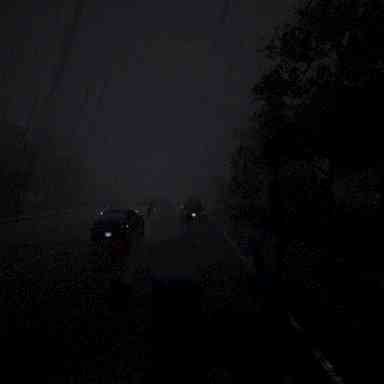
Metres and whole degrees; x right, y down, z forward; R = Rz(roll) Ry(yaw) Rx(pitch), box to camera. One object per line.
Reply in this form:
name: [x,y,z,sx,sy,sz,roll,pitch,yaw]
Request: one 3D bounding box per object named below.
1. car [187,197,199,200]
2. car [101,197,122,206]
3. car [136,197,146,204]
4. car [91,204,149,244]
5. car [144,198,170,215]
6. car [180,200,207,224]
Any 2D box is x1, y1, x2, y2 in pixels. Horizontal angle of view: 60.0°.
car: [0.102,1.356,41.566,2.097,1.767,4.553,0,0,0]
car: [-10.577,1.510,43.919,1.837,1.490,4.892,0,0,0]
car: [-7.060,1.531,48.709,1.812,1.442,4.674,0,0,0]
car: [-3.397,1.528,15.788,1.812,1.442,4.674,0,0,0]
car: [-3.396,1.509,33.692,1.837,1.490,4.892,0,0,0]
car: [0.108,1.566,25.107,1.994,1.385,4.181,0,0,-1]
